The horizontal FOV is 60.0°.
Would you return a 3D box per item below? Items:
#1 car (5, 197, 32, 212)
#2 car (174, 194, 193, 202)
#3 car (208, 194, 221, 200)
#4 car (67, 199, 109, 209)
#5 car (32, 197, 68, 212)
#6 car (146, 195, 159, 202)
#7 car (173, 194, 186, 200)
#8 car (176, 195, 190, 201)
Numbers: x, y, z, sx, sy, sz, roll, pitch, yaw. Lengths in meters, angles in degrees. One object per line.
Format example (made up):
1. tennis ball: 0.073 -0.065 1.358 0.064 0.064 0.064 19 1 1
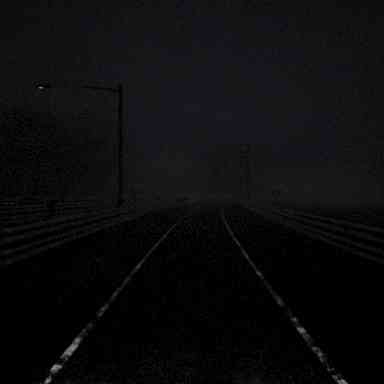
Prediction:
1. car: -17.127 1.281 34.470 1.837 1.490 4.892 0 0 13
2. car: -1.794 1.449 67.431 1.895 1.301 4.718 0 0 15
3. car: 5.955 1.504 94.077 1.895 1.301 4.718 0 0 17
4. car: -10.152 1.374 33.693 1.895 1.301 4.718 0 0 13
5. car: -13.633 1.280 34.071 1.837 1.490 4.892 0 0 13
6. car: -8.216 1.380 70.451 2.128 1.511 4.902 0 0 16
7. car: -3.285 1.399 87.743 1.837 1.490 4.892 0 0 17
8. car: -2.052 1.473 79.481 1.895 1.301 4.718 0 0 16
